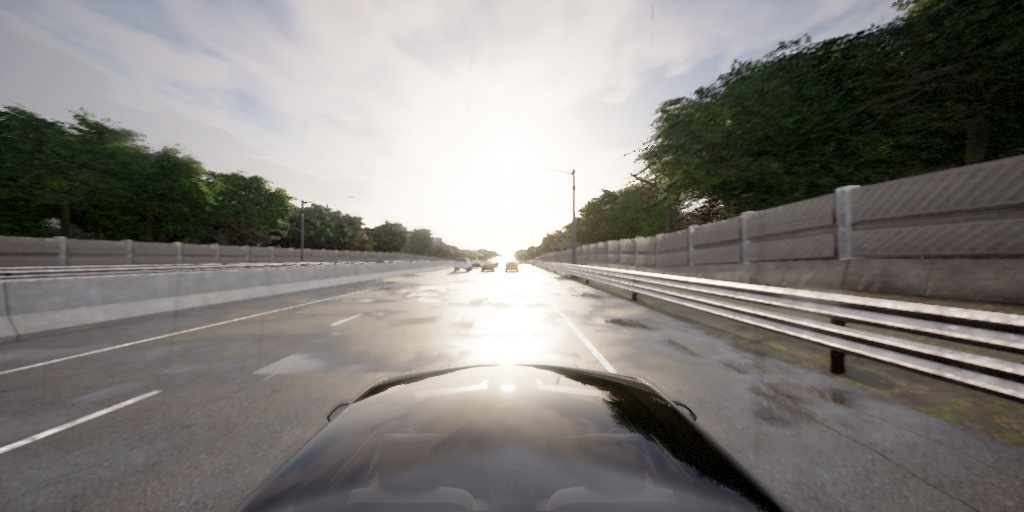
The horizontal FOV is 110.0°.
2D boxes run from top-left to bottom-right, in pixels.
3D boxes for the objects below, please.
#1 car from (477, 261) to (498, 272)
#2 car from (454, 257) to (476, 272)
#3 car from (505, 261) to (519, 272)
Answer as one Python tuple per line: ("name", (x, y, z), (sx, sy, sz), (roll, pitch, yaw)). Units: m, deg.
("car", (-3.528, 1.554, 52.753), (2.033, 1.411, 5.357), (0, 0, 0))
("car", (-7.028, 1.223, 51.950), (2.150, 2.045, 5.566), (0, 0, 0))
("car", (-0.028, 1.485, 52.773), (1.882, 1.535, 5.008), (0, 0, 0))
